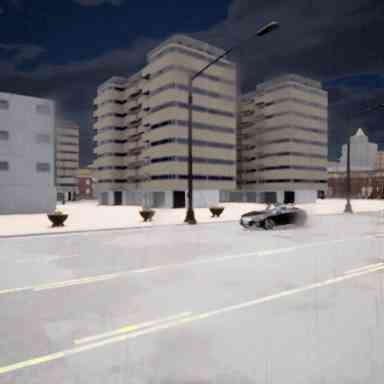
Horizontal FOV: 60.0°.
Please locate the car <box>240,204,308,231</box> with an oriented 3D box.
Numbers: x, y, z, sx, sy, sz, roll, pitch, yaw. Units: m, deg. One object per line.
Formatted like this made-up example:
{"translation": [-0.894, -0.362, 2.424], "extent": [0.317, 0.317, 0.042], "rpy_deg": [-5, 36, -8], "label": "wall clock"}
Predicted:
{"translation": [5.088, 1.480, 20.469], "extent": [4.902, 1.511, 2.128], "rpy_deg": [0, 0, -35], "label": "car"}
